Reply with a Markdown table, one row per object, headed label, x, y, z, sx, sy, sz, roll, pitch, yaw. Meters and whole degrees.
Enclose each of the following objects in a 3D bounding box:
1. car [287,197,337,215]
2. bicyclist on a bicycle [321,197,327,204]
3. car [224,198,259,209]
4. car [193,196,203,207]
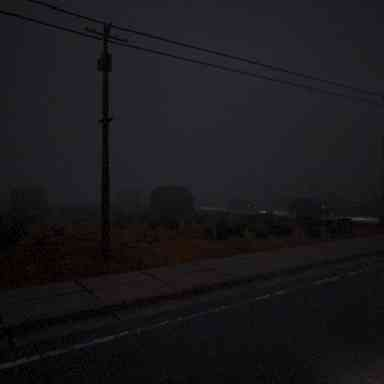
| label | x | y | z | sx | sy | sz | roll | pitch | yaw |
| --- | --- | --- | --- | --- | --- | --- | --- | --- | --- |
| car | 11.164 | 1.327 | 31.037 | 2.097 | 1.767 | 4.553 | 0 | 0 | -33 |
| bicyclist on a bicycle | 15.069 | 1.436 | 38.112 | 1.656 | 1.620 | 0.582 | 0 | 0 | -33 |
| car | 5.825 | 1.480 | 39.400 | 1.837 | 1.490 | 4.892 | 0 | 0 | -33 |
| car | -0.239 | 1.329 | 48.930 | 2.097 | 1.767 | 4.553 | 0 | 0 | -32 |
